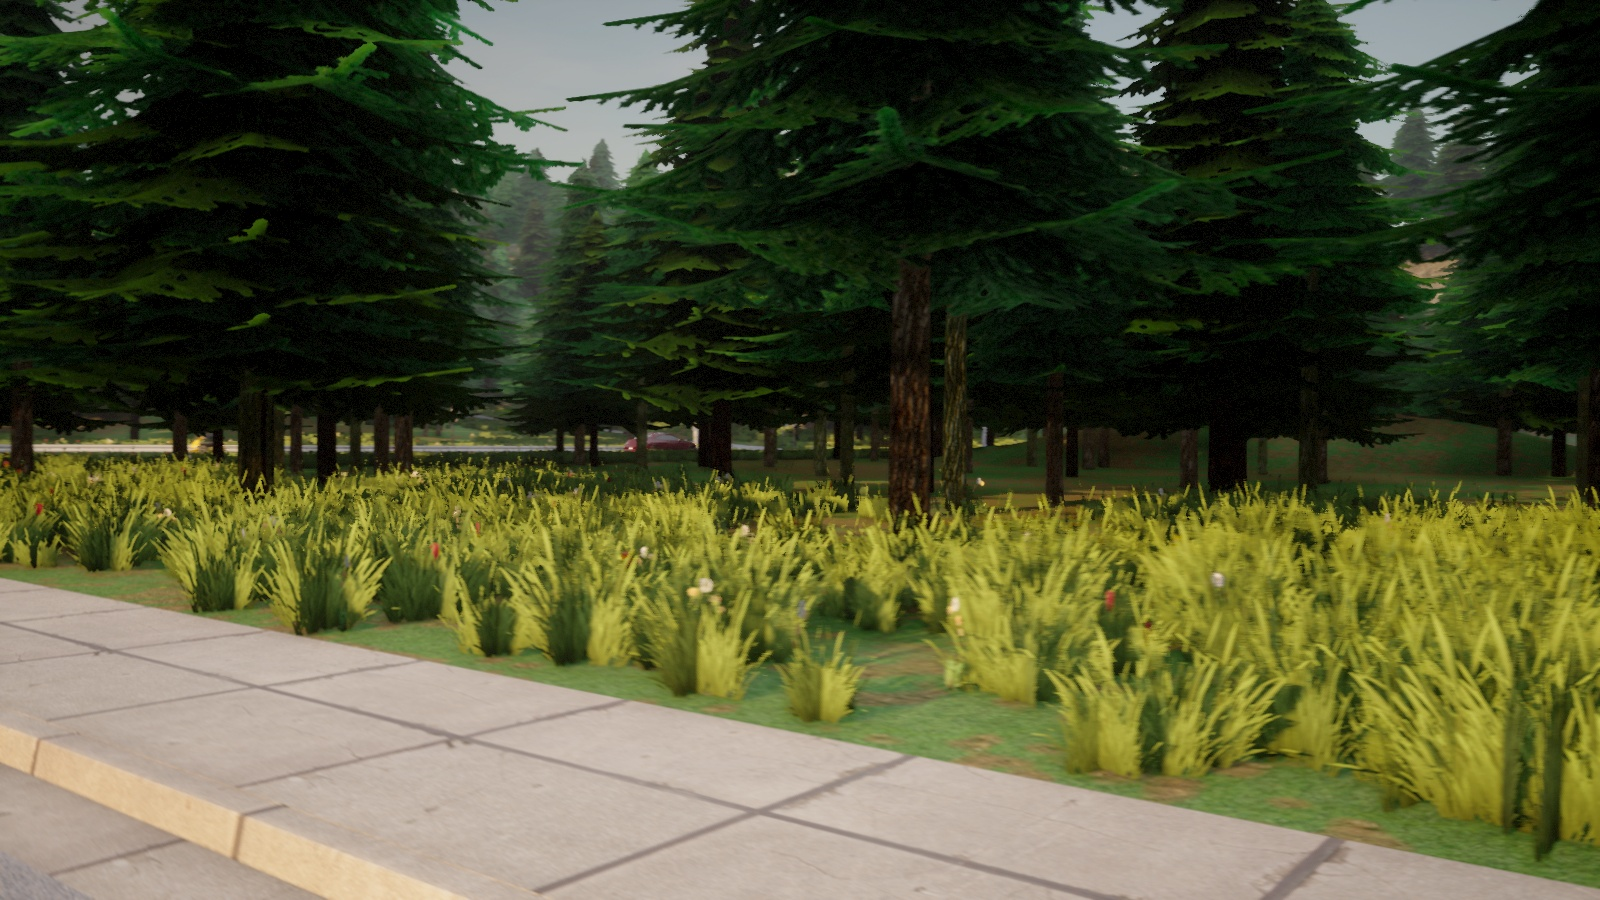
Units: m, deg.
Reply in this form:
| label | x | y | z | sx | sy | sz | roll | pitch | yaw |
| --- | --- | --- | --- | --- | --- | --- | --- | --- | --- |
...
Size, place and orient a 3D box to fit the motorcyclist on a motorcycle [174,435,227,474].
| label | x | y | z | sx | sy | sz | roll | pitch | yaw |
| --- | --- | --- | --- | --- | --- | --- | --- | --- | --- |
| motorcyclist on a motorcycle | -25.503 | 0.186 | 53.458 | 0.866 | 1.590 | 1.817 | 0 | 1 | 37 |

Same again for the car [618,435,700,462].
| label | x | y | z | sx | sy | sz | roll | pitch | yaw |
| --- | --- | --- | --- | --- | --- | --- | --- | --- | --- |
| car | -7.860 | -0.111 | 70.396 | 1.812 | 1.442 | 4.674 | 0 | 1 | 39 |
